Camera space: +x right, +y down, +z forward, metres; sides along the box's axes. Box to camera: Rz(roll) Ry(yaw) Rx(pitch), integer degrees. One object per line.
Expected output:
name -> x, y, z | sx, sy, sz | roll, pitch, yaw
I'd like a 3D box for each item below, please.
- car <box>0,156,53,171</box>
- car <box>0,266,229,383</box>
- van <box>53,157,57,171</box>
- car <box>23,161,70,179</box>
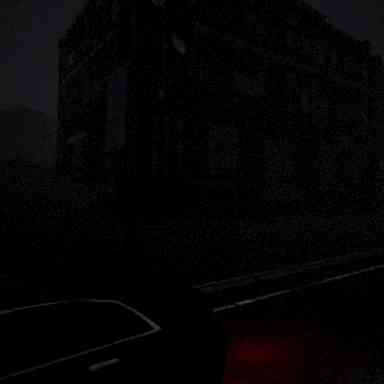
car -> -15.801, -2.492, 30.562 | 2.002, 1.452, 4.674 | 0, -2, 40
car -> -1.903, 1.505, 2.634 | 4.892, 1.490, 1.837 | 0, 0, -35
van -> -12.215, -2.519, 34.964 | 1.878, 1.987, 4.442 | 0, -2, 39
car -> -15.506, -2.294, 35.614 | 1.994, 1.385, 4.181 | 0, -2, 39
